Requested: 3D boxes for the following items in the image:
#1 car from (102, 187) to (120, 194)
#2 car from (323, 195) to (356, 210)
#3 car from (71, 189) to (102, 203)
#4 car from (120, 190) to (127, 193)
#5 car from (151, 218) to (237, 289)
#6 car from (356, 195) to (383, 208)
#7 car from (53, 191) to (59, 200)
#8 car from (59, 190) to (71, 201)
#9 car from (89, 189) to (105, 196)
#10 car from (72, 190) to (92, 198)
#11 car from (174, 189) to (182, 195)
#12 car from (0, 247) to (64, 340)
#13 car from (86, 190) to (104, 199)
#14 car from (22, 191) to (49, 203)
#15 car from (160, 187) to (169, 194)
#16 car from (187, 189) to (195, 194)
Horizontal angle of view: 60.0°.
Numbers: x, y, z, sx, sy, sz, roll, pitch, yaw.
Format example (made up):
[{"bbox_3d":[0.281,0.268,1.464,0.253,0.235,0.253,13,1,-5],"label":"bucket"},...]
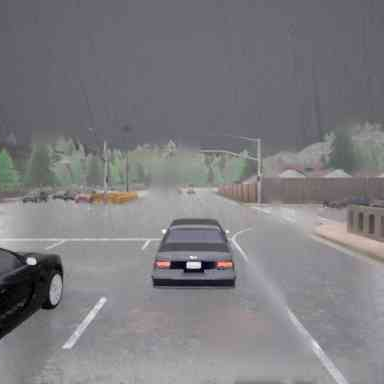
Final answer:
[{"bbox_3d":[-14.222,0.196,56.120,2.150,2.045,5.566,0,1,0],"label":"car"},{"bbox_3d":[15.818,0.967,32.651,5.357,1.411,2.033,0,1,2],"label":"car"},{"bbox_3d":[-14.213,0.533,45.149,2.097,1.767,4.553,0,1,0],"label":"car"},{"bbox_3d":[-14.177,0.272,69.503,1.994,1.385,4.181,0,1,0],"label":"car"},{"bbox_3d":[0.089,1.415,8.939,2.033,1.411,5.357,0,1,1],"label":"car"},{"bbox_3d":[17.798,1.035,29.083,5.357,1.411,2.033,0,1,2],"label":"car"},{"bbox_3d":[-21.221,0.476,54.770,1.882,1.535,5.008,0,1,0],"label":"car"},{"bbox_3d":[-17.725,0.630,50.369,2.033,1.411,5.357,0,1,0],"label":"car"},{"bbox_3d":[-21.190,0.151,74.373,2.128,1.511,4.902,0,1,0],"label":"car"},{"bbox_3d":[-21.186,0.311,64.182,2.128,1.511,4.902,0,1,0],"label":"car"},{"bbox_3d":[-3.724,-0.100,87.688,2.128,1.511,4.902,0,1,0],"label":"car"},{"bbox_3d":[-3.453,1.420,4.567,1.882,1.535,5.008,0,1,0],"label":"car"},{"bbox_3d":[-17.706,0.356,61.099,1.882,1.535,5.008,0,1,0],"label":"car"},{"bbox_3d":[-21.212,0.684,45.277,1.837,1.490,4.892,0,1,0],"label":"car"},{"bbox_3d":[-7.224,-0.402,87.776,2.150,2.045,5.566,0,1,0],"label":"car"},{"bbox_3d":[-0.224,-0.076,87.865,1.994,1.385,4.181,0,1,0],"label":"car"}]
